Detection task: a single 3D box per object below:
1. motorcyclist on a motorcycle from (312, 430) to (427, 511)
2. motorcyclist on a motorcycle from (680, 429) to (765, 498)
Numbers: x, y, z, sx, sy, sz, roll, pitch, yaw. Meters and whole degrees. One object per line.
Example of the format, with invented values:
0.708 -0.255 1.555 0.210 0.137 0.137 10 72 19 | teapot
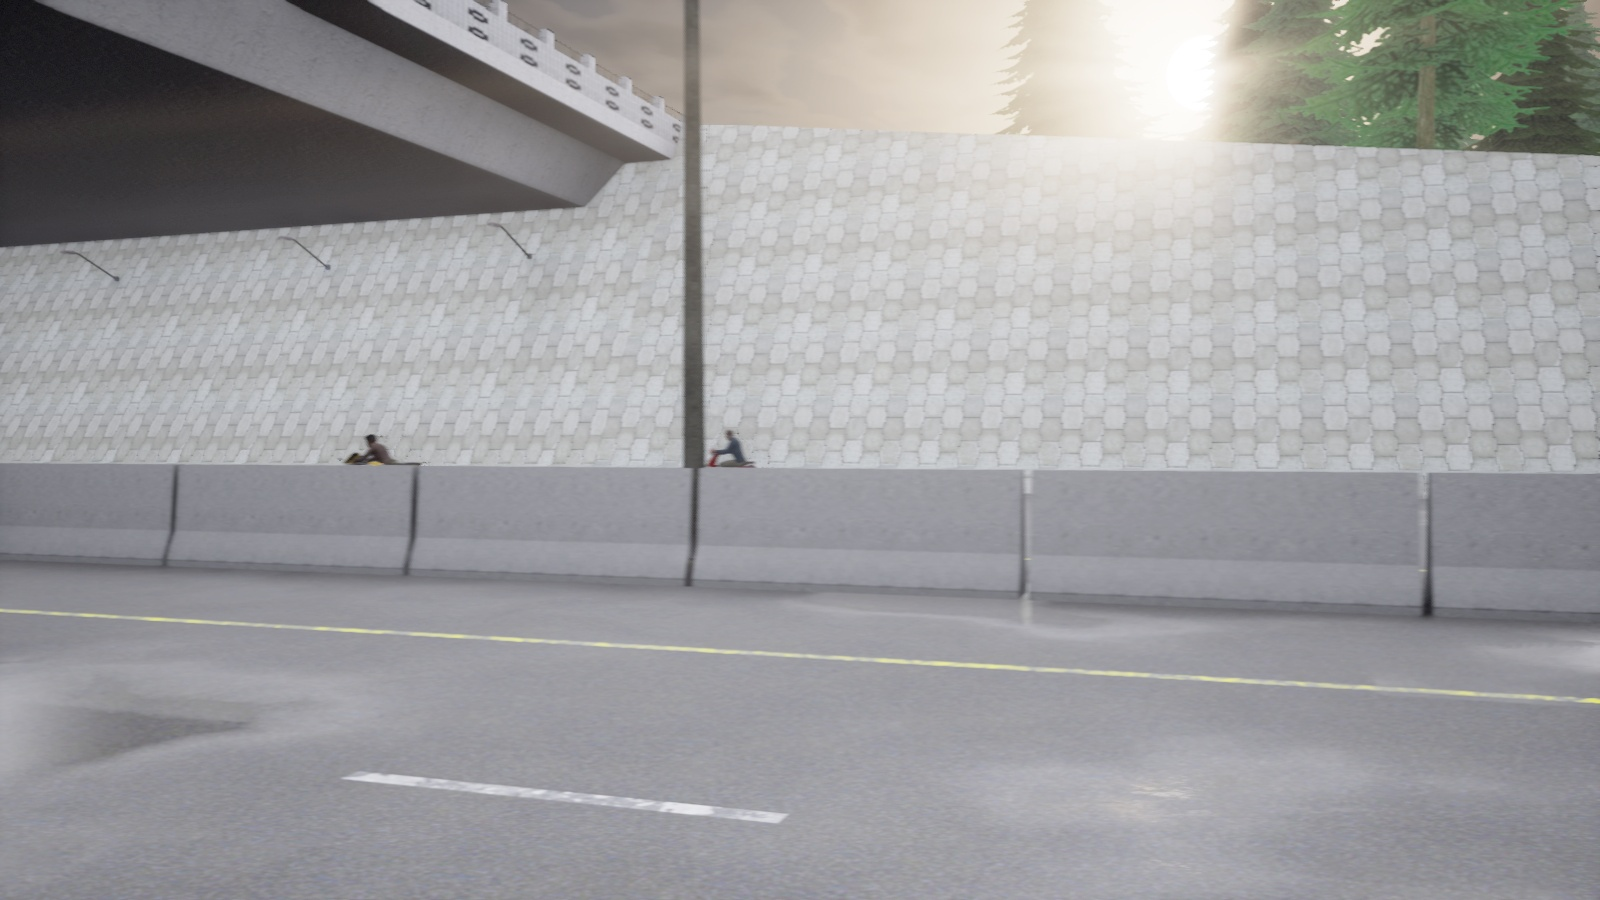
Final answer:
-8.387 0.385 24.477 2.044 1.523 0.797 0 1 19 | motorcyclist on a motorcycle
-1.822 0.298 29.651 1.817 1.590 0.866 0 1 19 | motorcyclist on a motorcycle
